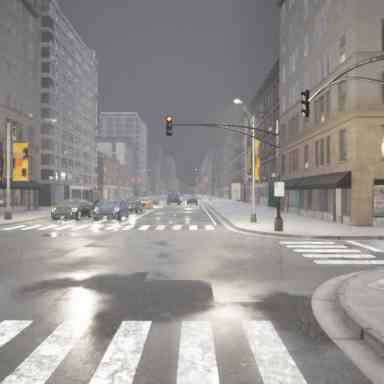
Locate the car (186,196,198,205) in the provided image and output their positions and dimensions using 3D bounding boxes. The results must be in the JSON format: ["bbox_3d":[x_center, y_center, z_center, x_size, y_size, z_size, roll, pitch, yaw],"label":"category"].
[{"bbox_3d":[0.051,1.502,57.920,1.837,1.490,4.892,0,0,0],"label":"car"}]

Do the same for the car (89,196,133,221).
[{"bbox_3d":[-6.565,1.355,27.443,2.097,1.767,4.553,0,0,0],"label":"car"}]

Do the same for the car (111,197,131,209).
[{"bbox_3d":[-9.792,1.527,46.365,1.812,1.442,4.674,0,0,0],"label":"car"}]

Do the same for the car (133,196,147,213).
[{"bbox_3d":[-6.551,1.494,36.282,2.128,1.511,4.902,0,0,0],"label":"car"}]

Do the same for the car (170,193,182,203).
[{"bbox_3d":[-3.190,1.216,68.372,2.150,2.045,5.566,0,0,0],"label":"car"}]

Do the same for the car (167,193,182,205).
[{"bbox_3d":[-3.199,1.219,57.953,2.150,2.045,5.566,0,0,0],"label":"car"}]

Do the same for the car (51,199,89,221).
[{"bbox_3d":[-9.815,1.355,27.447,2.097,1.767,4.553,0,0,0],"label":"car"}]

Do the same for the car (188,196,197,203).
[{"bbox_3d":[0.060,1.520,68.339,1.812,1.442,4.674,0,0,0],"label":"car"}]

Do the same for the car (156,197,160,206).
[{"bbox_3d":[-6.517,1.524,55.638,1.812,1.442,4.674,0,0,1],"label":"car"}]

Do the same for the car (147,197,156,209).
[{"bbox_3d":[-6.540,1.479,45.786,1.882,1.535,5.008,0,0,0],"label":"car"}]

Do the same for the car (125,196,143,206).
[{"bbox_3d":[-9.760,1.489,56.663,2.128,1.511,4.902,0,0,1],"label":"car"}]

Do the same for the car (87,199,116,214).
[{"bbox_3d":[-9.805,1.508,36.419,1.837,1.490,4.892,0,0,0],"label":"car"}]
